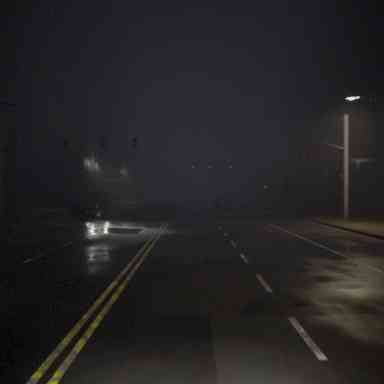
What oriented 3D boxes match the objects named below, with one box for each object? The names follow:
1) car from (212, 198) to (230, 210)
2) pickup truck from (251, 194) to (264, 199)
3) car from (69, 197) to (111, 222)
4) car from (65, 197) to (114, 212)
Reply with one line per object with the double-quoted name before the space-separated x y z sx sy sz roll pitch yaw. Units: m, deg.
"car" 3.553 1.379 40.775 2.033 1.411 5.357 0 0 -1
"pickup truck" 16.526 0.722 81.454 2.390 2.098 6.274 0 0 30
"car" -8.094 1.387 25.859 2.128 1.511 4.902 0 0 -36
"car" -11.420 1.341 37.052 4.902 1.511 2.128 0 0 21
